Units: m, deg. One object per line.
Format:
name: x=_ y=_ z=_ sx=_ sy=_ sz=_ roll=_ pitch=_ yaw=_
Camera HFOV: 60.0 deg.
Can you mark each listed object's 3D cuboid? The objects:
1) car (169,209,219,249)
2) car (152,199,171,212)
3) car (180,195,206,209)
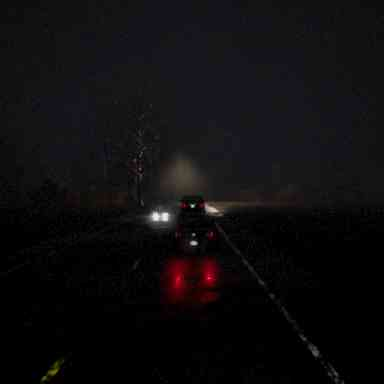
car: x=0.078 y=1.640 z=14.743 sx=1.895 sy=1.301 sz=4.718 roll=0 pitch=0 yaw=0
car: x=-3.629 y=1.602 z=40.054 sx=2.128 sy=1.511 sz=4.902 roll=0 pitch=0 yaw=0
car: x=0.067 y=1.305 z=30.794 sx=2.150 sy=2.045 sz=5.566 roll=0 pitch=0 yaw=0
